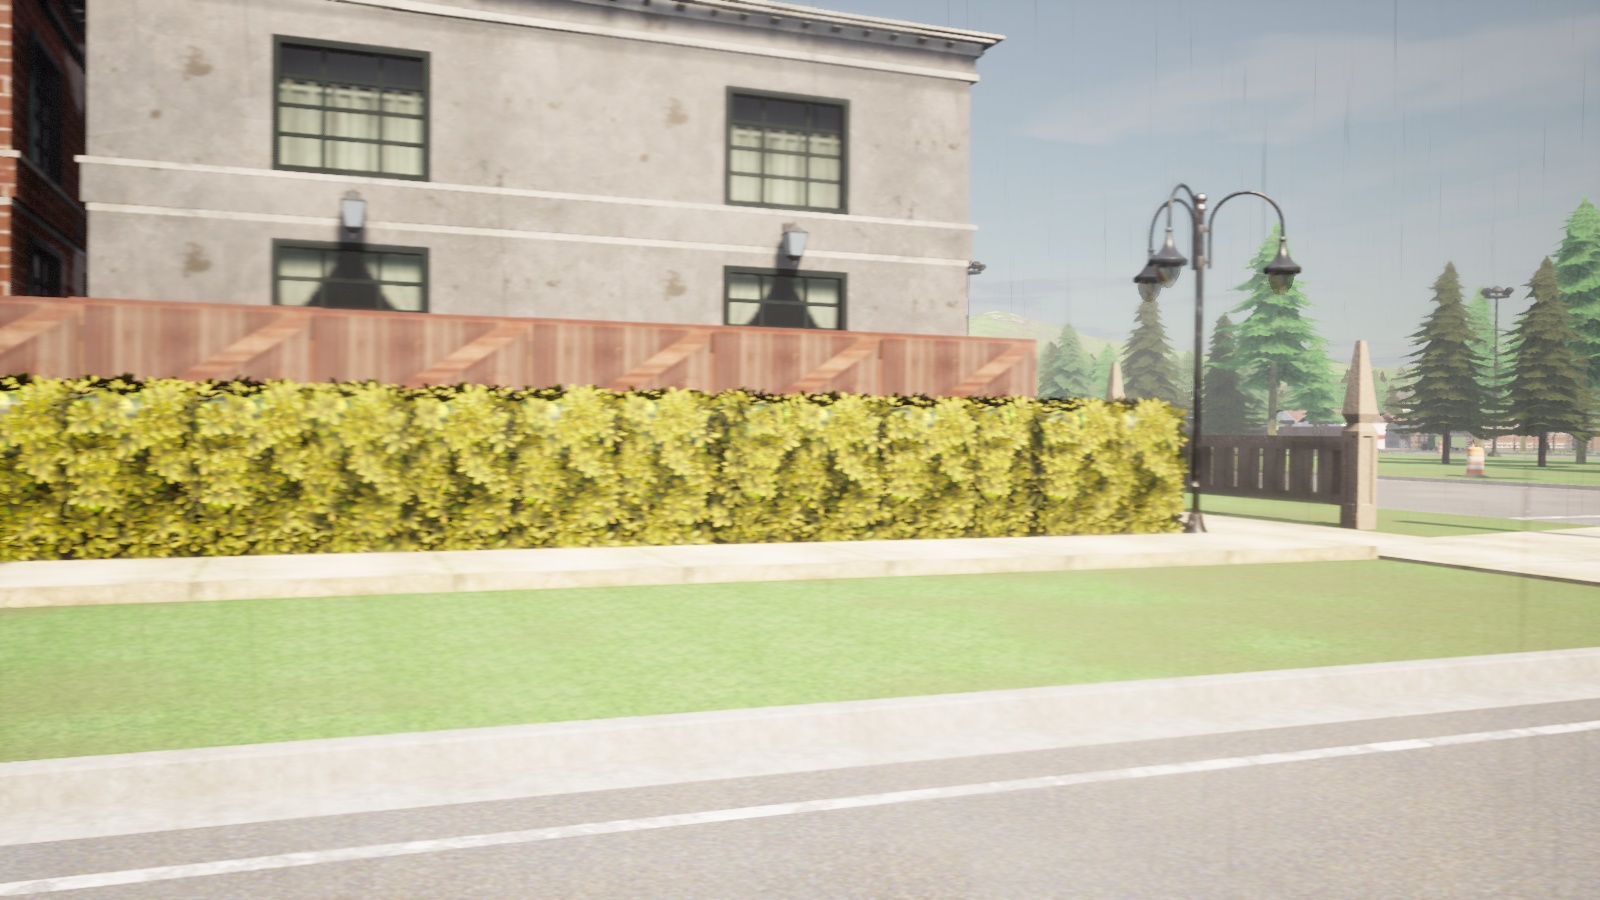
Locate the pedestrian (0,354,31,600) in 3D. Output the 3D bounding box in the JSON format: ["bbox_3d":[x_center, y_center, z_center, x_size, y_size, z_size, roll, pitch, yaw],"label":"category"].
[{"bbox_3d":[-6.797,0.216,10.130,0.873,1.952,0.659,-1,1,-21],"label":"pedestrian"}]
